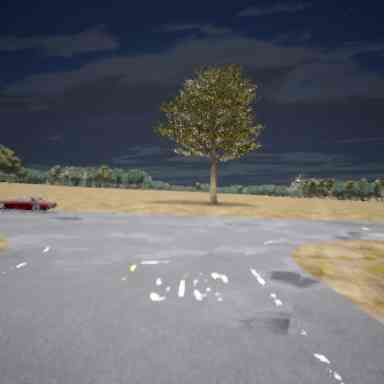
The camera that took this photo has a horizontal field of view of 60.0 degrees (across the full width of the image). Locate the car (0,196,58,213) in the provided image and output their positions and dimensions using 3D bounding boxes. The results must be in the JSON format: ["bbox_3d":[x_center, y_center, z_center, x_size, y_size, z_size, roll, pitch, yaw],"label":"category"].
[{"bbox_3d":[-13.899,1.004,27.721,4.718,1.301,1.895,2,0,1],"label":"car"}]
